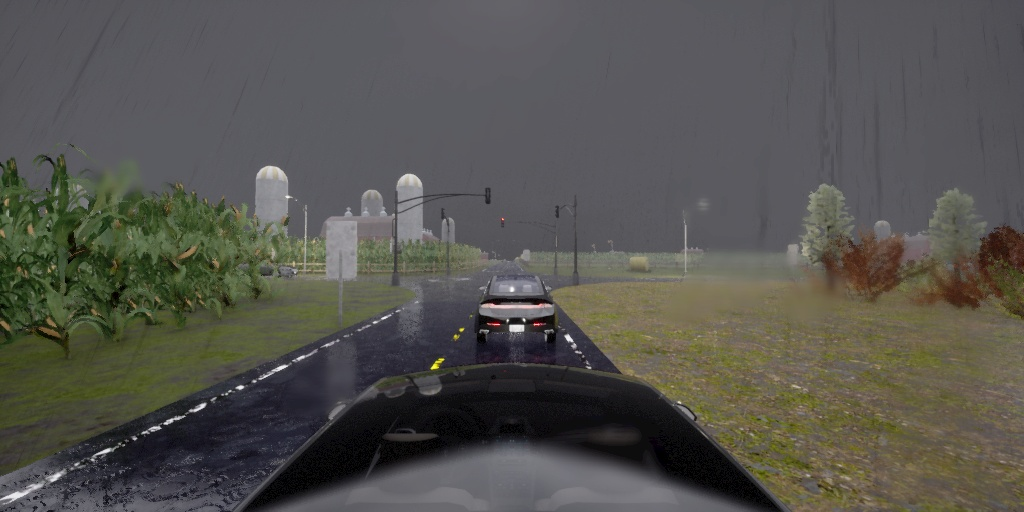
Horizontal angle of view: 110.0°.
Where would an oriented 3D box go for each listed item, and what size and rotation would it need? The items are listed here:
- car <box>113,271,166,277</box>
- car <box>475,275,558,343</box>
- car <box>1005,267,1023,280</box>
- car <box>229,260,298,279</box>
[{"bbox_3d":[-30.386,1.031,28.229,5.357,1.411,2.033,0,-1,-3],"label":"car"},{"bbox_3d":[0.099,1.245,9.660,2.128,1.511,4.902,0,0,0],"label":"car"},{"bbox_3d":[48.659,1.720,33.524,4.674,1.442,1.812,1,-1,-5],"label":"car"},{"bbox_3d":[-19.947,1.059,28.811,4.902,1.511,2.128,0,-1,-4],"label":"car"}]
